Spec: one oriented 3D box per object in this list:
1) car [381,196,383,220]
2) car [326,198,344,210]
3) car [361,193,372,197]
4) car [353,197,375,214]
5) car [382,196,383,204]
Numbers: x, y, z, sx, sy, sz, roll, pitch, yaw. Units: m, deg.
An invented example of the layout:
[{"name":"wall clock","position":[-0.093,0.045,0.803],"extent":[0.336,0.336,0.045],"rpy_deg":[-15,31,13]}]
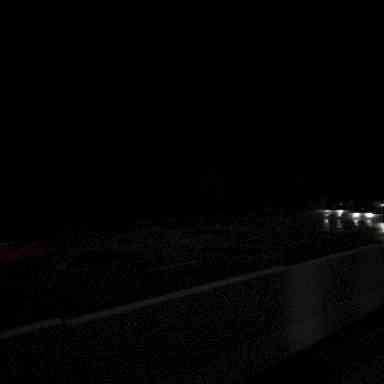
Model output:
[{"name":"car","position":[16.568,1.192,26.316],"extent":[2.150,2.045,5.566],"rpy_deg":[0,0,35]},{"name":"car","position":[18.600,1.526,43.136],"extent":[1.837,1.490,4.892],"rpy_deg":[-1,0,28]},{"name":"car","position":[37.833,1.095,72.065],"extent":[1.837,1.490,4.892],"rpy_deg":[-1,0,28]},{"name":"car","position":[18.530,1.558,35.814],"extent":[1.994,1.385,4.181],"rpy_deg":[0,0,30]},{"name":"car","position":[36.578,1.449,62.134],"extent":[1.837,1.490,4.892],"rpy_deg":[-1,0,28]}]
